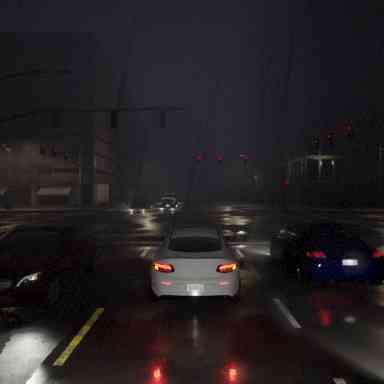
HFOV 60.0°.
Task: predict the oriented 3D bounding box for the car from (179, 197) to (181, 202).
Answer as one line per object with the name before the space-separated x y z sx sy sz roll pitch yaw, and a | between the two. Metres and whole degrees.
car | -3.534 1.477 60.603 1.882 1.535 5.008 0 0 0

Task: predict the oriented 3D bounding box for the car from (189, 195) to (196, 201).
car | 0.052 1.493 87.208 1.812 1.442 4.674 0 0 0

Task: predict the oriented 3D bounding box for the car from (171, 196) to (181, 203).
car | -3.457 1.552 71.677 1.994 1.385 4.181 0 0 0

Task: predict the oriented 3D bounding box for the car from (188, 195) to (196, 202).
car | 0.047 1.518 77.881 2.128 1.511 4.902 0 0 0

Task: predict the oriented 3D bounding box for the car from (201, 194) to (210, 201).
car | 3.552 1.315 86.961 2.097 1.767 4.553 0 0 0

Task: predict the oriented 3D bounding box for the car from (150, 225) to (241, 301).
car | 0.075 1.526 8.171 1.812 1.442 4.674 0 0 0

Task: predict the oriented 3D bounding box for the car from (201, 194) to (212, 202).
car | 3.547 1.546 78.436 1.994 1.385 4.181 0 0 0

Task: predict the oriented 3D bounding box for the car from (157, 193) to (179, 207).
car | -3.557 1.222 50.588 2.150 2.045 5.566 0 0 0

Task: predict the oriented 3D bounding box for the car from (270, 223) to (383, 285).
car | 3.584 1.564 9.538 1.994 1.385 4.181 0 0 0

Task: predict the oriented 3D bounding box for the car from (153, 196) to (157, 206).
car | -7.053 1.547 55.869 2.033 1.411 5.357 0 0 0

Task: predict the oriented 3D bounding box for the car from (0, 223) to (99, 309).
car | -3.587 1.526 7.991 1.812 1.442 4.674 0 0 0

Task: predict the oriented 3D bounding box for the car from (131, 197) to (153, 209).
car | -7.095 1.477 46.105 1.882 1.535 5.008 0 0 1

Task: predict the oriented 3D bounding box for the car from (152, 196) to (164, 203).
car | -6.959 1.556 69.011 1.994 1.385 4.181 0 0 0
